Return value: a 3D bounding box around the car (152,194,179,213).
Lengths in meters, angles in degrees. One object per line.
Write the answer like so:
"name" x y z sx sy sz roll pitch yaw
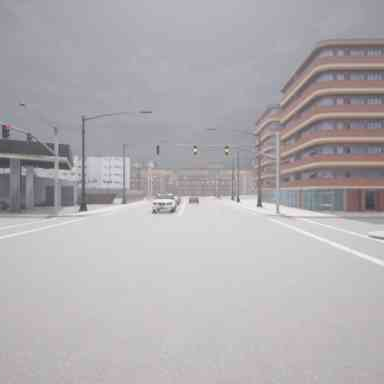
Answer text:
"car" -3.038 1.217 37.110 2.150 2.045 5.566 0 0 2

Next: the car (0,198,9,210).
"car" -23.944 1.451 39.459 3.806 1.475 1.970 0 0 1

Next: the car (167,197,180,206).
"car" -3.118 1.540 57.720 2.033 1.411 5.357 0 0 0

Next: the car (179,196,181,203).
"car" -3.102 1.541 47.406 2.033 1.411 5.357 0 0 0

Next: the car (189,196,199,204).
"car" 0.344 1.483 63.767 2.128 1.511 4.902 0 0 0

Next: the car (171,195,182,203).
"car" -3.183 1.483 68.049 2.128 1.511 4.902 0 0 0
